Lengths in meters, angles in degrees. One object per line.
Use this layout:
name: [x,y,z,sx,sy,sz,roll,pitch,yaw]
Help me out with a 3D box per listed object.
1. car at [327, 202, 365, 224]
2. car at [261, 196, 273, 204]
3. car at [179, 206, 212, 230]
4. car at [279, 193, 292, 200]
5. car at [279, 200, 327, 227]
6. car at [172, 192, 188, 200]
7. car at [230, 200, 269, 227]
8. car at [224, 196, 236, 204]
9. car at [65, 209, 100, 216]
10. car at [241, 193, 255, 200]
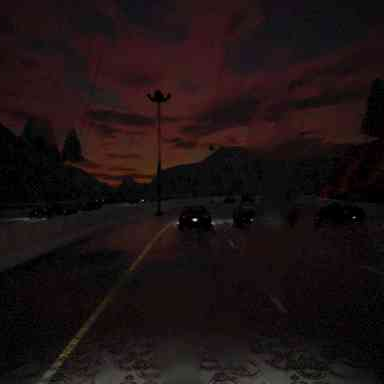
car: [10.903,1.489,24.487,2.128,1.511,4.902,0,0,3]
car: [14.540,1.483,64.220,1.882,1.535,5.008,-1,0,18]
car: [0.253,1.570,21.008,1.994,1.385,4.181,0,0,2]
car: [17.906,1.224,63.589,2.150,2.045,5.566,0,0,18]
car: [7.315,1.526,22.698,1.812,1.442,4.674,0,0,3]
car: [-1.775,0.962,70.833,2.150,2.045,5.566,0,0,17]
car: [3.814,1.529,22.623,1.812,1.442,4.674,0,0,3]
car: [7.496,1.517,65.068,1.837,1.490,4.892,-1,0,17]
car: [-9.860,1.564,30.583,2.033,1.411,5.357,0,0,5]
car: [10.956,1.231,64.798,2.150,2.045,5.566,0,0,18]
